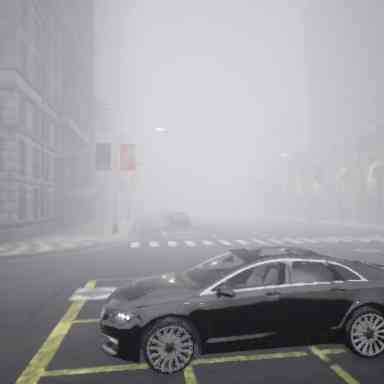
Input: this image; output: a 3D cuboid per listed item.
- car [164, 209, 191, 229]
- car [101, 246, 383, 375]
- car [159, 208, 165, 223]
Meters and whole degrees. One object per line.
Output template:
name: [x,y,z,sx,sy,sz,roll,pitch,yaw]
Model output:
car: [-1.292,2.590,31.103,1.882,1.535,5.008,0,-2,-8]
car: [1.045,1.692,5.474,4.902,1.511,2.128,0,-2,-8]
car: [-2.755,2.963,41.340,1.882,1.535,5.008,0,-2,-8]
